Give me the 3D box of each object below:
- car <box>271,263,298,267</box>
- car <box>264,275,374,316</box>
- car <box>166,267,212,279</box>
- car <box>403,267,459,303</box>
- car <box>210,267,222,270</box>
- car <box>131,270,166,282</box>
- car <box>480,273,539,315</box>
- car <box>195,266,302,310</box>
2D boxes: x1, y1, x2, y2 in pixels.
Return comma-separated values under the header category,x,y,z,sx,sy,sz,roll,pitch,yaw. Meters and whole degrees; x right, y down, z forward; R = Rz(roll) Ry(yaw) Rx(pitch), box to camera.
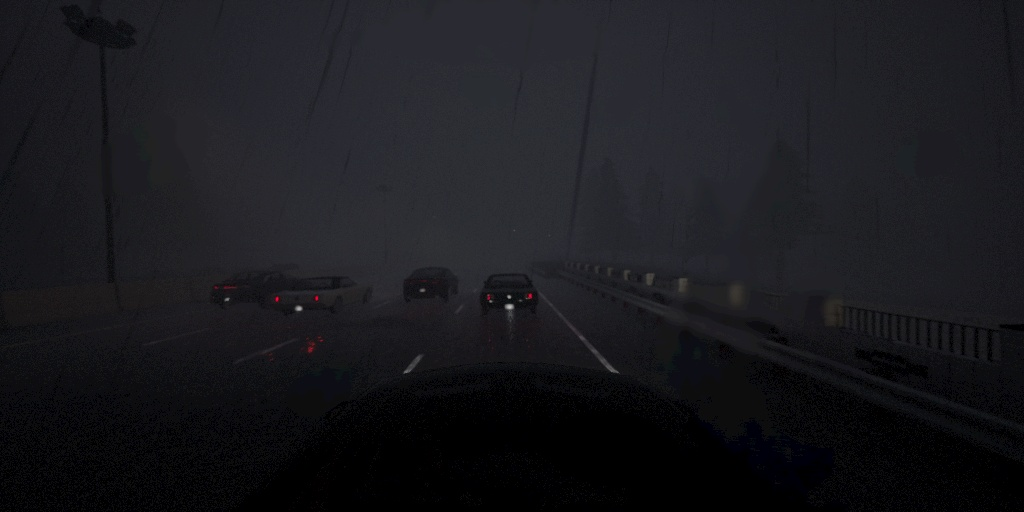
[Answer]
category,x,y,z,sx,sy,sz,roll,pitch,yaw
car,-21.654,1.510,33.653,2.097,1.767,4.553,-1,0,-1
car,-7.139,1.448,14.131,1.895,1.301,4.718,-1,0,-1
car,-28.644,1.826,33.301,1.837,1.490,4.892,-1,0,-1
car,-3.703,1.249,17.086,1.882,1.535,5.008,-1,0,-1
car,-25.146,1.833,33.521,1.895,1.301,4.718,-1,0,-1
car,-32.137,1.945,32.923,1.994,1.385,4.181,-1,0,-1
car,-0.125,1.300,13.469,1.895,1.301,4.718,-1,0,-1
car,-10.676,1.413,15.801,2.128,1.511,4.902,-1,0,-1
